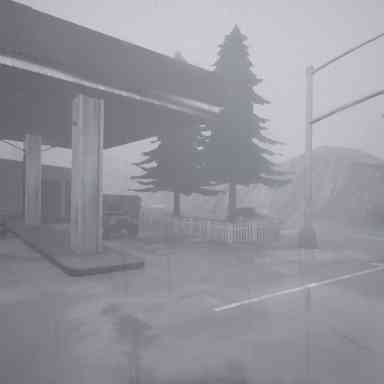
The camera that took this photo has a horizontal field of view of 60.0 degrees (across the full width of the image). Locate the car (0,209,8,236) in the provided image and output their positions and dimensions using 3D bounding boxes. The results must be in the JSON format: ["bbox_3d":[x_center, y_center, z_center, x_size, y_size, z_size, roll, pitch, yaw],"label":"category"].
[{"bbox_3d":[-11.651,1.521,18.480,2.242,1.667,4.611,1,0,-36],"label":"car"}]

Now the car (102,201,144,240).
[{"bbox_3d":[-4.520,1.450,18.276,1.905,1.878,3.866,1,0,-36],"label":"car"}]

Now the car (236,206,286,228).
[{"bbox_3d":[4.651,1.795,24.238,1.812,1.442,4.674,1,0,-35],"label":"car"}]

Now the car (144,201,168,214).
[{"bbox_3d":[-4.429,1.689,37.109,1.812,1.442,4.674,1,0,-35],"label":"car"}]
